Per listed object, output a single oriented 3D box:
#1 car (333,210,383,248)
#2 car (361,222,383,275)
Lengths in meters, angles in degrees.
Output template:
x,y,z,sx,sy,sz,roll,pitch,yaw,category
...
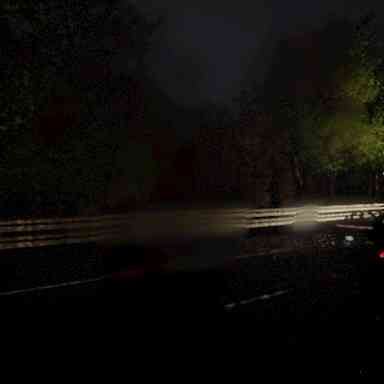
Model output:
x,y,z,sx,sy,sz,roll,pitch,yaw,category
7.798,1.498,13.725,4.902,1.511,2.128,0,0,-36,car
6.938,1.551,8.810,5.357,1.411,2.033,0,0,-35,car
